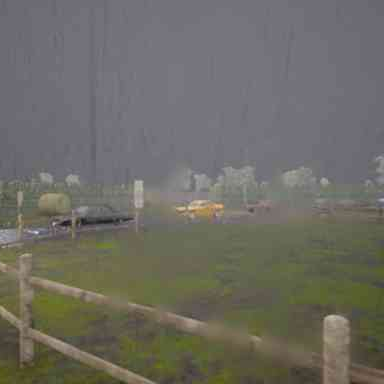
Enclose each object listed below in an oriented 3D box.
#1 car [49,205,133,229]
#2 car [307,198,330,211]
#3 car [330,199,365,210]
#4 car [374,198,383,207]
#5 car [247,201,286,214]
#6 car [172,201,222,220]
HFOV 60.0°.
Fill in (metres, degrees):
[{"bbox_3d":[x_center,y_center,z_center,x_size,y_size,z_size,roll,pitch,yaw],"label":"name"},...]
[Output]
[{"bbox_3d":[-6.608,1.591,22.357,5.357,1.411,2.033,0,0,-44],"label":"car"},{"bbox_3d":[16.751,1.561,42.824,4.892,1.490,1.837,-1,1,-37],"label":"car"},{"bbox_3d":[19.634,1.671,41.444,4.718,1.301,1.895,0,0,-37],"label":"car"},{"bbox_3d":[27.566,1.601,47.447,4.674,1.442,1.812,0,0,-36],"label":"car"},{"bbox_3d":[8.000,1.657,35.705,4.718,1.301,1.895,0,0,-40],"label":"car"},{"bbox_3d":[0.532,1.529,29.119,5.008,1.535,1.882,0,0,-42],"label":"car"}]
